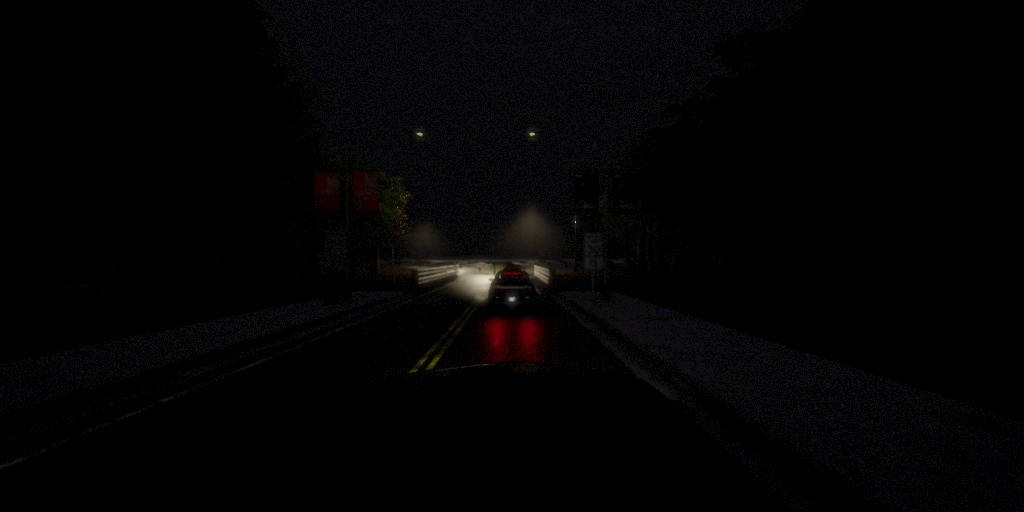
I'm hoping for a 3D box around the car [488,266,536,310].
[{"bbox_3d":[0.014,1.372,15.361,2.128,1.511,4.902,0,0,0],"label":"car"}]
